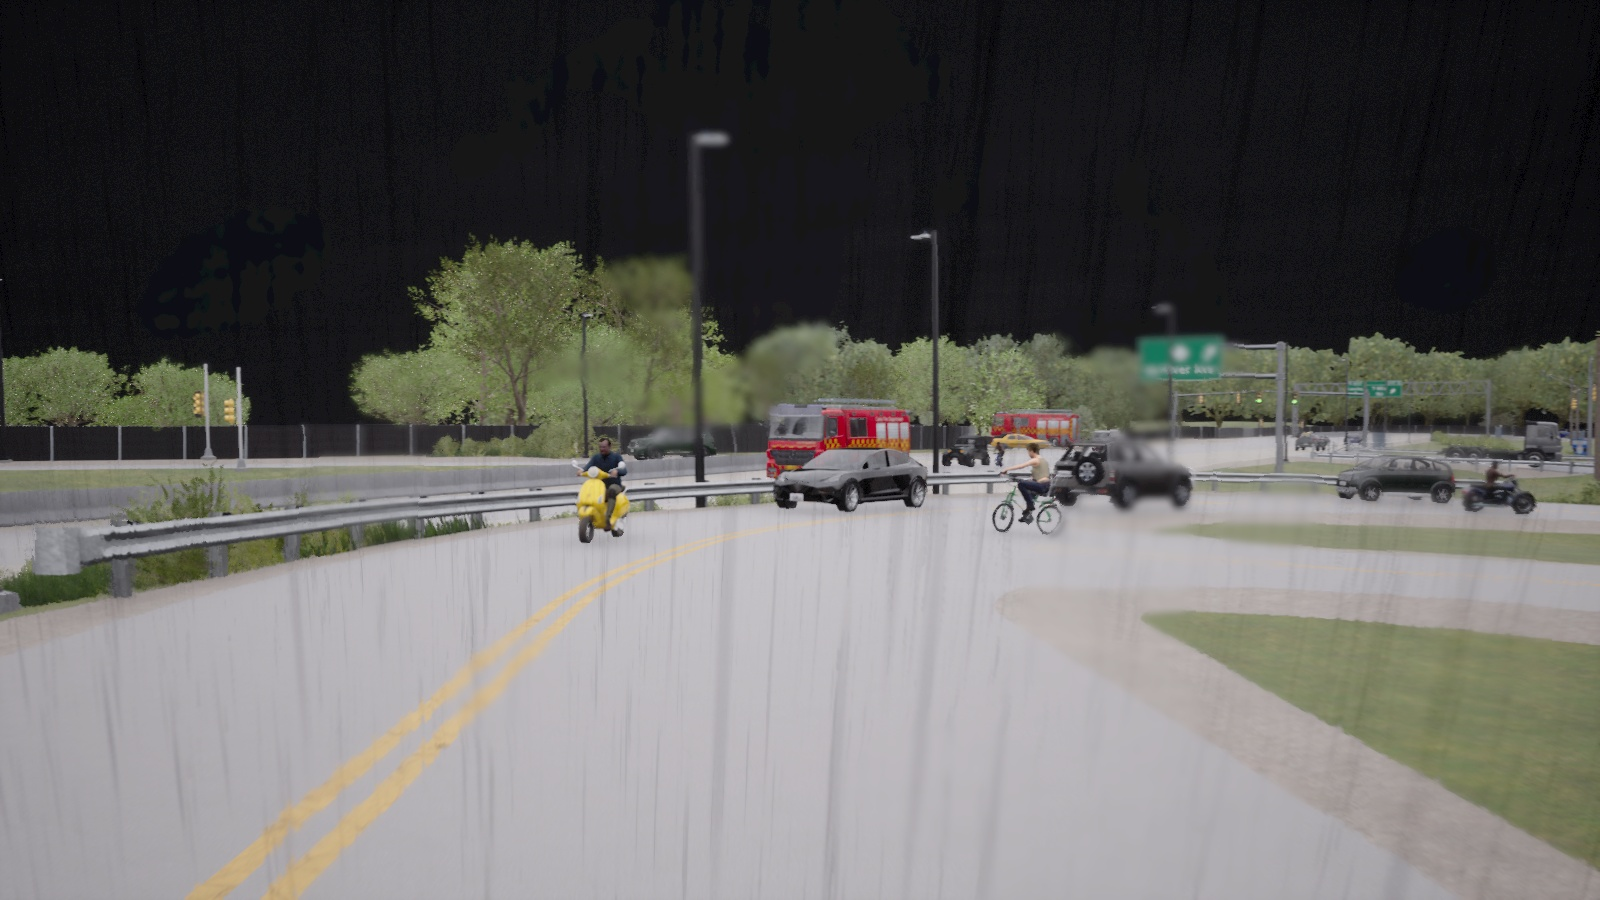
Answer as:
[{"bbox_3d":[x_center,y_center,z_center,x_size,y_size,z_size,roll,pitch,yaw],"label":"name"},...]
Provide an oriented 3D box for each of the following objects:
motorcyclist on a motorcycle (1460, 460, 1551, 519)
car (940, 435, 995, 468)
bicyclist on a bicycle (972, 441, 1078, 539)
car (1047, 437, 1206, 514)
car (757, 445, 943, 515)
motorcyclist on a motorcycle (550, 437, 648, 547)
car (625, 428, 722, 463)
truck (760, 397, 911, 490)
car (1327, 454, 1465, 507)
[{"bbox_3d":[21.390,1.192,38.109,2.350,1.649,0.766,2,2,-9],"label":"motorcyclist on a motorcycle"},{"bbox_3d":[10.258,0.080,76.675,1.905,1.878,3.866,1,2,32],"label":"car"},{"bbox_3d":[3.915,0.685,21.869,1.509,1.612,0.866,2,-3,43],"label":"bicyclist on a bicycle"},{"bbox_3d":[8.637,0.652,32.998,1.932,1.855,4.605,2,1,45],"label":"car"},{"bbox_3d":[1.300,0.667,30.133,2.163,1.488,4.792,1,0,35],"label":"car"},{"bbox_3d":[-3.048,0.606,19.240,0.866,1.590,1.817,1,0,12],"label":"motorcyclist on a motorcycle"},{"bbox_3d":[-7.772,-0.317,77.225,5.566,2.045,2.150,0,2,-35],"label":"car"},{"bbox_3d":[1.751,-0.367,56.114,2.891,3.827,8.468,1,2,32],"label":"truck"},{"bbox_3d":[19.823,1.010,41.846,3.705,1.549,1.789,2,2,-7],"label":"car"}]
